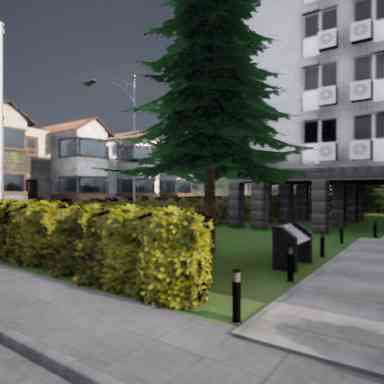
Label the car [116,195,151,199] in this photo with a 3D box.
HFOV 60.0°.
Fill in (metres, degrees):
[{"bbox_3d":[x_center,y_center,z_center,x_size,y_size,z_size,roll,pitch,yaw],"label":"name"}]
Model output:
[{"bbox_3d":[-5.536,1.297,28.038,2.150,2.045,5.566,0,0,35],"label":"car"}]
